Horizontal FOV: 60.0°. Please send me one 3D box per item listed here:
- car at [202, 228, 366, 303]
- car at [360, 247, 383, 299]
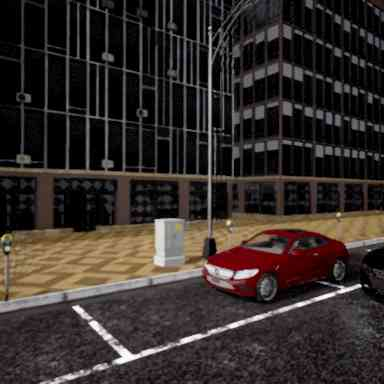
[{"bbox_3d":[2.203,1.579,8.126,4.206,1.307,1.802,0,0,-35],"label":"car"},{"bbox_3d":[5.729,1.474,7.460,5.008,1.535,1.882,0,0,-35],"label":"car"}]
